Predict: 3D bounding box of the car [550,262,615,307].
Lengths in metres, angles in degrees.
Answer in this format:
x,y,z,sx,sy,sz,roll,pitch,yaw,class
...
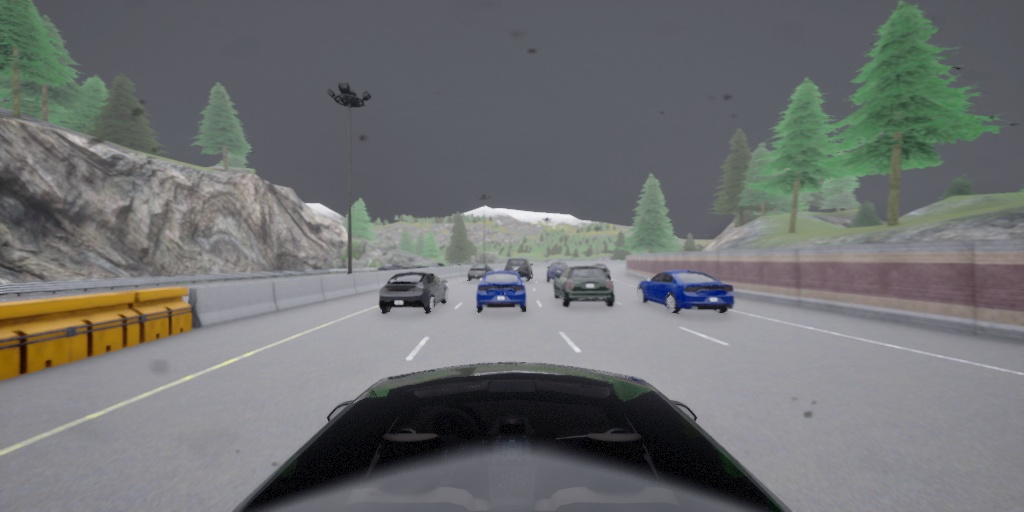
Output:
x,y,z,sx,sy,sz,roll,pitch,yaw,class
3.125,1.211,16.384,2.097,1.767,4.553,0,0,1,car

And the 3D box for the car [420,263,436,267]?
x,y,z,sx,sy,sz,roll,pitch,yaw,class
-12.272,1.829,57.239,1.837,1.490,4.892,-1,-1,16,car

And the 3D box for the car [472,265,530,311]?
x,y,z,sx,sy,sz,roll,pitch,yaw,class
-0.382,1.348,15.141,1.882,1.535,5.008,0,0,0,car

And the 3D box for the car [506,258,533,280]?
x,y,z,sx,sy,sz,roll,pitch,yaw,class
0.665,1.234,32.381,2.150,2.045,5.566,-1,-1,7,car

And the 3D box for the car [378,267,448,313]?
x,y,z,sx,sy,sz,roll,pitch,yaw,class
-3.889,1.397,14.814,1.837,1.490,4.892,0,-1,1,car

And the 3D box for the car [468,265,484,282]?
x,y,z,sx,sy,sz,roll,pitch,yaw,class
-2.737,1.536,33.098,2.128,1.511,4.902,-1,0,7,car

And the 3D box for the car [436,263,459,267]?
x,y,z,sx,sy,sz,roll,pitch,yaw,class
-9.337,1.881,54.778,1.895,1.301,4.718,-1,-1,15,car

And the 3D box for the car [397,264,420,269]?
x,y,z,sx,sy,sz,roll,pitch,yaw,class
-15.832,1.952,57.588,1.895,1.301,4.718,-1,-1,16,car

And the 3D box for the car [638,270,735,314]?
x,y,z,sx,sy,sz,roll,pitch,yaw,class
6.606,1.290,14.217,1.882,1.535,5.008,0,0,0,car

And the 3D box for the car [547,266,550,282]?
x,y,z,sx,sy,sz,roll,pitch,yaw,class
4.271,1.342,32.718,2.097,1.767,4.553,0,-1,7,car

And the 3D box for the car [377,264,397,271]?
x,y,z,sx,sy,sz,roll,pitch,yaw,class
-19.447,1.925,57.735,2.033,1.411,5.357,-1,-1,15,car
